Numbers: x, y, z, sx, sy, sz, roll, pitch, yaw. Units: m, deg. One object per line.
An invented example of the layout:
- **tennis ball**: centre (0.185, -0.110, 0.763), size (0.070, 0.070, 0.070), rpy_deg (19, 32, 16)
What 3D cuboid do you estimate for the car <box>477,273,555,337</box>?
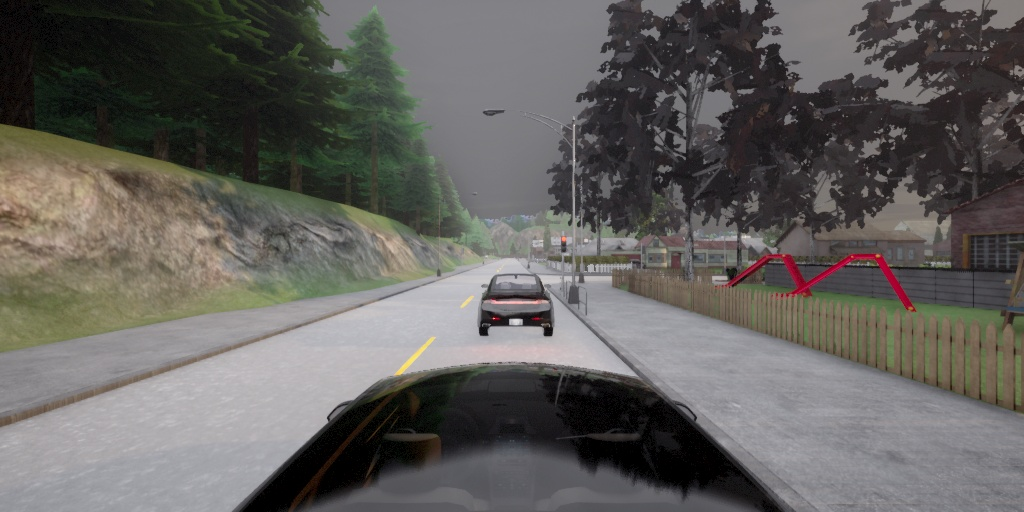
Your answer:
- **car**: centre (0.116, 1.242, 10.307), size (2.128, 1.511, 4.902), rpy_deg (0, 0, 1)
